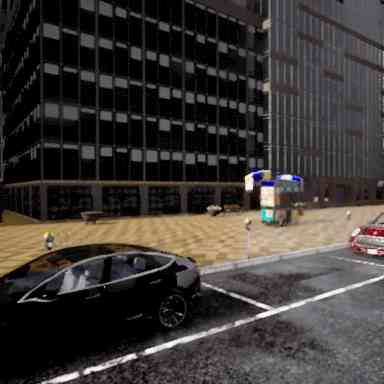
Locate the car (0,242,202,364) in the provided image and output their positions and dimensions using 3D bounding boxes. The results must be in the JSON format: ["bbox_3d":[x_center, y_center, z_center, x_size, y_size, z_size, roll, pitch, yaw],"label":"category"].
[{"bbox_3d":[-1.815,1.560,5.266,4.313,1.339,1.947,0,0,-35],"label":"car"}]

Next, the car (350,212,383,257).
[{"bbox_3d":[7.418,1.382,11.844,4.097,1.590,1.967,0,0,-35],"label":"car"}]
